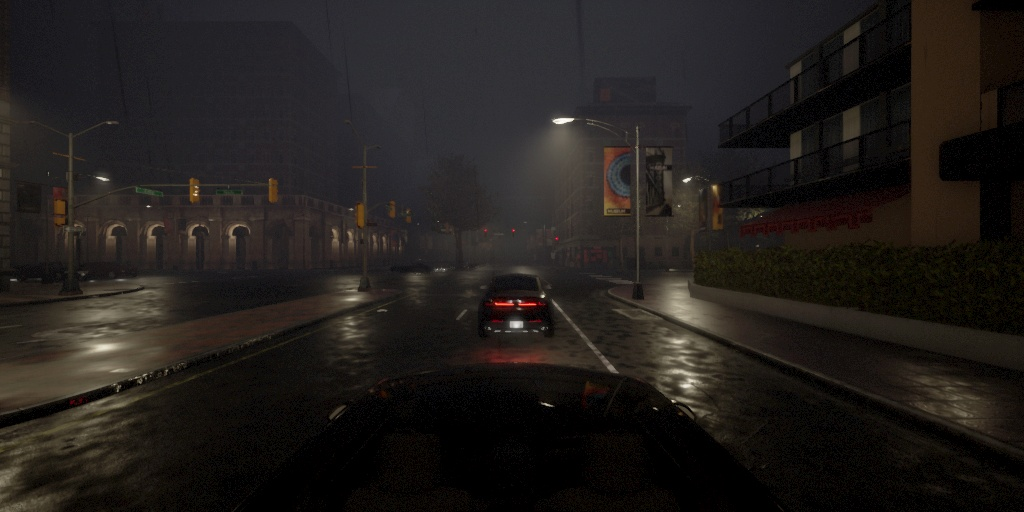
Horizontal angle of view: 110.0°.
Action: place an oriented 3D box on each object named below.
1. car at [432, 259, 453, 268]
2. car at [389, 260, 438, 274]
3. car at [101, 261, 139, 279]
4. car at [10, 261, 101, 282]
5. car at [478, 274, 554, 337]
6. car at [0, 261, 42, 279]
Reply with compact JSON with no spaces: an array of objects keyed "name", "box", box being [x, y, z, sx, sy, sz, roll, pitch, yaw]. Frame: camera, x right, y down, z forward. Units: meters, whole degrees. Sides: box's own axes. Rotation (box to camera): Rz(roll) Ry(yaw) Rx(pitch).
[{"name":"car","box":[-11.352,1.314,58.682,1.994,1.385,4.181,0,0,0]},{"name":"car","box":[-10.979,1.351,39.569,4.718,1.301,1.895,0,0,0]},{"name":"car","box":[-36.674,1.228,32.335,5.008,1.535,1.882,0,0,0]},{"name":"car","box":[-36.930,1.241,28.836,4.902,1.511,2.128,0,0,0]},{"name":"car","box":[0.109,1.255,10.285,1.837,1.490,4.892,0,0,0]},{"name":"car","box":[-46.128,1.228,32.356,5.008,1.535,1.882,0,0,0]}]
